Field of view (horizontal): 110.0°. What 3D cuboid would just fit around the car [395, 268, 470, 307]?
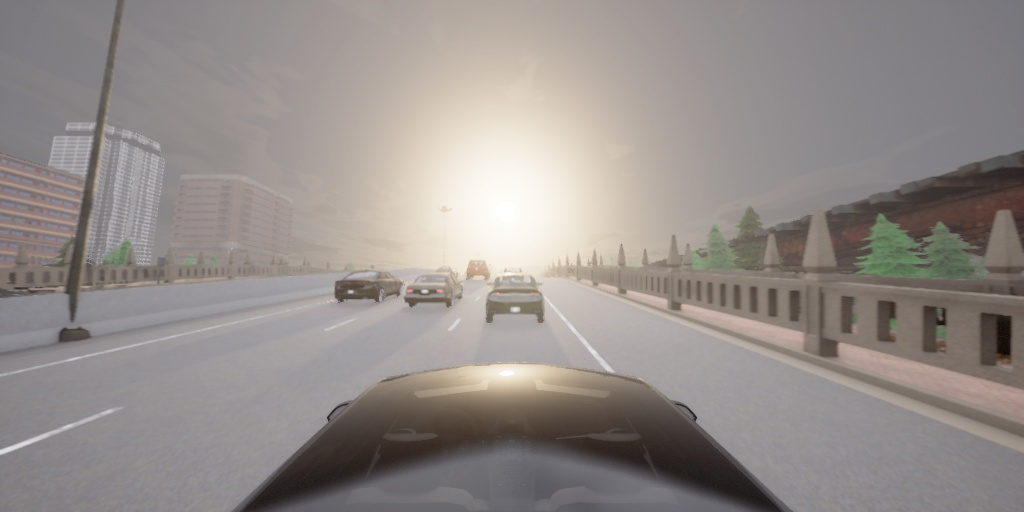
[{"bbox_3d":[-3.402,1.466,16.506,2.033,1.411,5.357,0,-1,0],"label":"car"}]

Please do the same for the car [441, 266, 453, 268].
[{"bbox_3d":[-6.904,1.751,37.717,1.994,1.385,4.181,0,-1,0],"label":"car"}]

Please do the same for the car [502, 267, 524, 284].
[{"bbox_3d":[0.097,1.701,32.501,1.895,1.301,4.718,0,-1,0],"label":"car"}]

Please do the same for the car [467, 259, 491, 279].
[{"bbox_3d":[-3.404,1.394,37.095,2.150,2.045,5.566,0,-1,0],"label":"car"}]

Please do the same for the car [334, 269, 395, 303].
[{"bbox_3d":[-6.901,1.411,17.834,1.882,1.535,5.008,0,-1,0],"label":"car"}]

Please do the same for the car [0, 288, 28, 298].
[{"bbox_3d":[-14.100,1.323,7.781,1.837,1.490,4.892,0,0,0],"label":"car"}]

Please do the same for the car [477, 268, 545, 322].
[{"bbox_3d":[0.099,1.368,12.826,2.128,1.511,4.902,0,-1,0],"label":"car"}]
